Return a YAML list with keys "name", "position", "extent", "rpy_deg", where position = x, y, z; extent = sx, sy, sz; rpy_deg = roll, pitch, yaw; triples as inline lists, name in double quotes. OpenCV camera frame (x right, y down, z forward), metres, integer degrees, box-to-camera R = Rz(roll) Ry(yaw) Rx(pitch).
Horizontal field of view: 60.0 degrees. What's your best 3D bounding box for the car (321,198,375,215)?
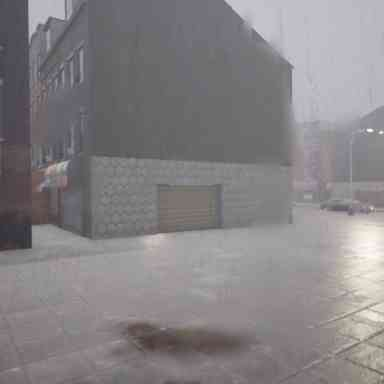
- name: "car"
  position: [14.760, 1.343, 31.788]
  extent: [2.128, 1.511, 4.902]
  rpy_deg: [-1, 1, -35]
